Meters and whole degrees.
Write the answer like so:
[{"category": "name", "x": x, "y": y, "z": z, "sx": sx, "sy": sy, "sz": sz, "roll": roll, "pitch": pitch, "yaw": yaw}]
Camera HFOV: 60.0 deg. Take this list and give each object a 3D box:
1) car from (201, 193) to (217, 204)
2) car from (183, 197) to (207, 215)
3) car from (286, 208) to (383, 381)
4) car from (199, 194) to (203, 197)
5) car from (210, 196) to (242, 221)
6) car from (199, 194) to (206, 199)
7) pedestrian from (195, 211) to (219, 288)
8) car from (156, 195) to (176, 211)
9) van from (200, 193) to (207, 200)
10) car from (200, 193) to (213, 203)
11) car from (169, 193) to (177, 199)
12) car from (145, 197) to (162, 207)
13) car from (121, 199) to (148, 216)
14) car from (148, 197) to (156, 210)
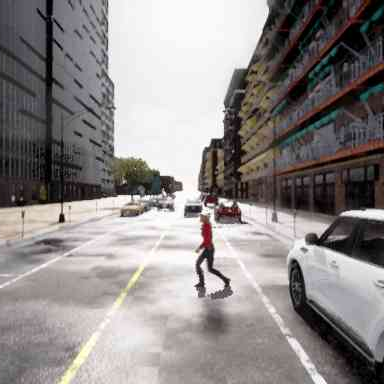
[{"category": "car", "x": 2.796, "y": 1.192, "z": 48.739, "sx": 2.192, "sy": 1.841, "sz": 5.009, "roll": 1, "pitch": 0, "yaw": 0}, {"category": "car", "x": 0.149, "y": 1.472, "z": 32.509, "sx": 2.033, "sy": 1.411, "sz": 5.357, "roll": 0, "pitch": 0, "yaw": 0}, {"category": "car", "x": 3.009, "y": 1.216, "z": 4.514, "sx": 2.150, "sy": 2.045, "sz": 5.566, "roll": 0, "pitch": 0, "yaw": 0}, {"category": "car", "x": 0.153, "y": 1.374, "z": 46.632, "sx": 2.128, "sy": 1.511, "sz": 4.902, "roll": 0, "pitch": 0, "yaw": 1}, {"category": "car", "x": 2.750, "y": 1.380, "z": 26.156, "sx": 1.967, "sy": 1.590, "sz": 4.097, "roll": 1, "pitch": 0, "yaw": 0}, {"category": "car", "x": 2.879, "y": 1.253, "z": 93.912, "sx": 1.887, "sy": 1.381, "sz": 4.507, "roll": 1, "pitch": 0, "yaw": 0}, {"category": "pedestrian", "x": 0.346, "y": 1.276, "z": 7.642, "sx": 0.375, "sy": 1.860, "sz": 0.375, "roll": 1, "pitch": -1, "yaw": -3}, {"category": "car", "x": -3.023, "y": 1.397, "z": 39.065, "sx": 2.128, "sy": 1.511, "sz": 4.902, "roll": 0, "pitch": 0, "yaw": 0}, {"category": "van", "x": 2.860, "y": 1.096, "z": 82.617, "sx": 1.690, "sy": 1.788, "sz": 3.998, "roll": 1, "pitch": 0, "yaw": 0}, {"category": "car", "x": 2.828, "y": 1.134, "z": 65.678, "sx": 2.192, "sy": 1.841, "sz": 5.009, "roll": 1, "pitch": 0, "yaw": 0}, {"category": "car", "x": -5.467, "y": 1.148, "z": 93.894, "sx": 1.967, "sy": 1.590, "sz": 4.097, "roll": 1, "pitch": 0, "yaw": 0}, {"category": "car", "x": -5.588, "y": 1.428, "z": 48.727, "sx": 2.008, "sy": 1.369, "sz": 4.403, "roll": 1, "pitch": 0, "yaw": 0}, {"category": "car", "x": -5.621, "y": 1.452, "z": 31.619, "sx": 1.752, "sy": 1.417, "sz": 4.829, "roll": 1, "pitch": 0, "yaw": 0}, {"category": "car", "x": -5.610, "y": 1.461, "z": 37.436, "sx": 2.008, "sy": 1.369, "sz": 4.403, "roll": 1, "pitch": 0, "yaw": 0}]
